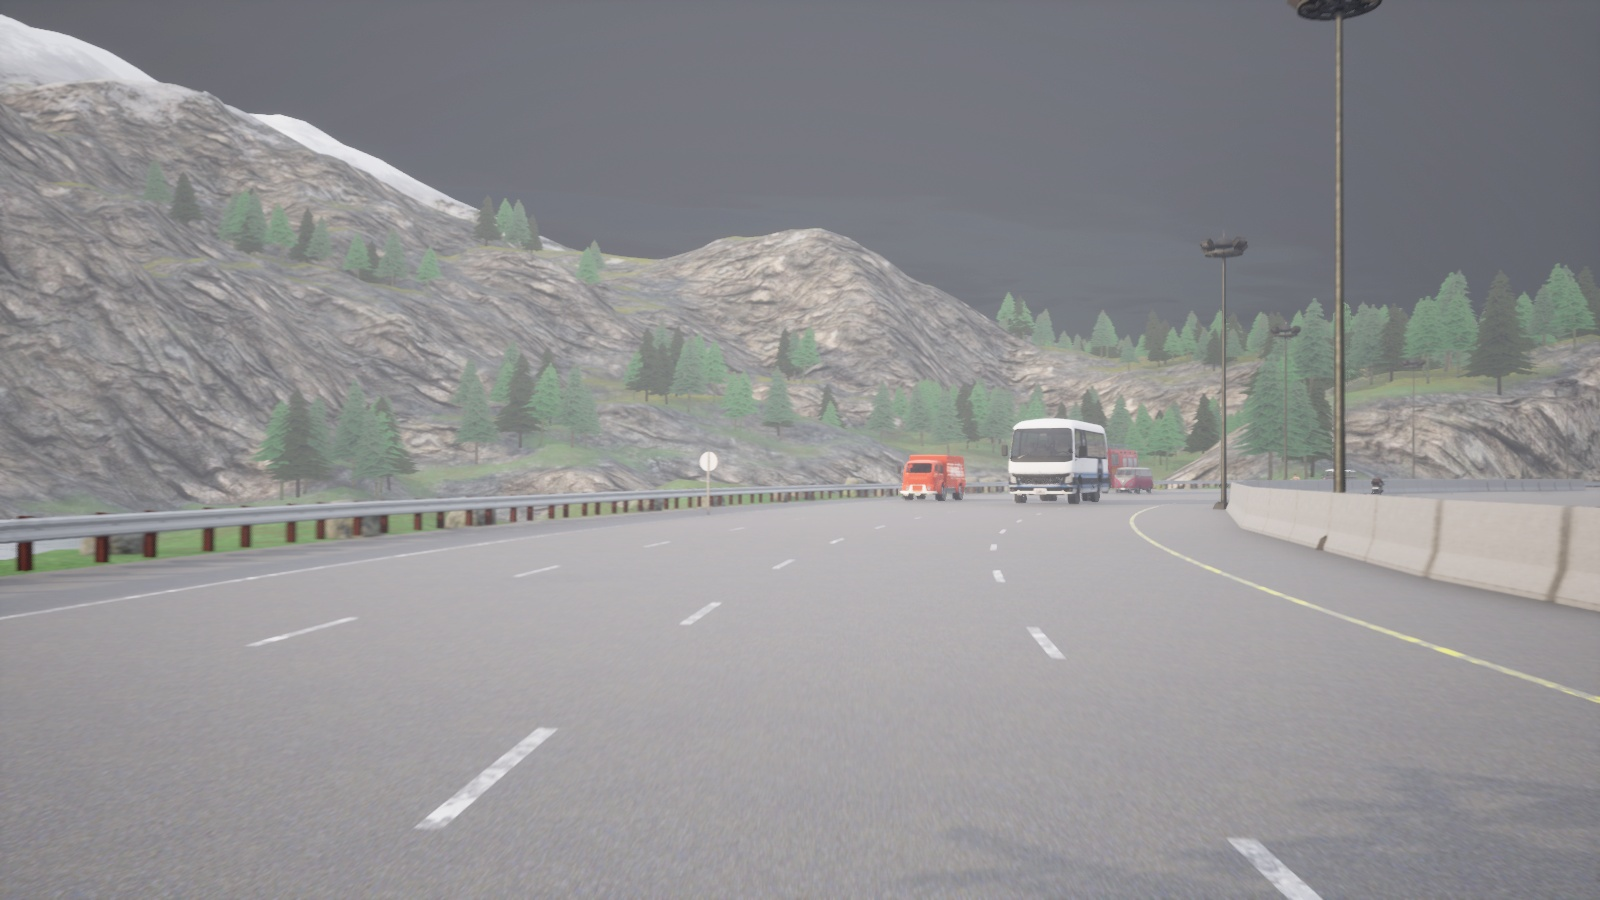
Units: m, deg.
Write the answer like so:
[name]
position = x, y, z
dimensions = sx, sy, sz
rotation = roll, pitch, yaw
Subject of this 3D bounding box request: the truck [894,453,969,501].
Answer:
[truck]
position = 7.141, 1.444, 67.683
dimensions = 2.627, 2.467, 5.204
rotation = -1, -1, 23

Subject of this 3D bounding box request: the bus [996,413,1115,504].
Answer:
[bus]
position = 13.269, 0.487, 64.280
dimensions = 3.944, 4.253, 10.273
rotation = -1, -1, 23

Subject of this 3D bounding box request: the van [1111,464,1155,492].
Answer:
[van]
position = 24.718, 2.076, 93.075
dimensions = 1.775, 1.987, 4.442
rotation = -1, -1, 33
